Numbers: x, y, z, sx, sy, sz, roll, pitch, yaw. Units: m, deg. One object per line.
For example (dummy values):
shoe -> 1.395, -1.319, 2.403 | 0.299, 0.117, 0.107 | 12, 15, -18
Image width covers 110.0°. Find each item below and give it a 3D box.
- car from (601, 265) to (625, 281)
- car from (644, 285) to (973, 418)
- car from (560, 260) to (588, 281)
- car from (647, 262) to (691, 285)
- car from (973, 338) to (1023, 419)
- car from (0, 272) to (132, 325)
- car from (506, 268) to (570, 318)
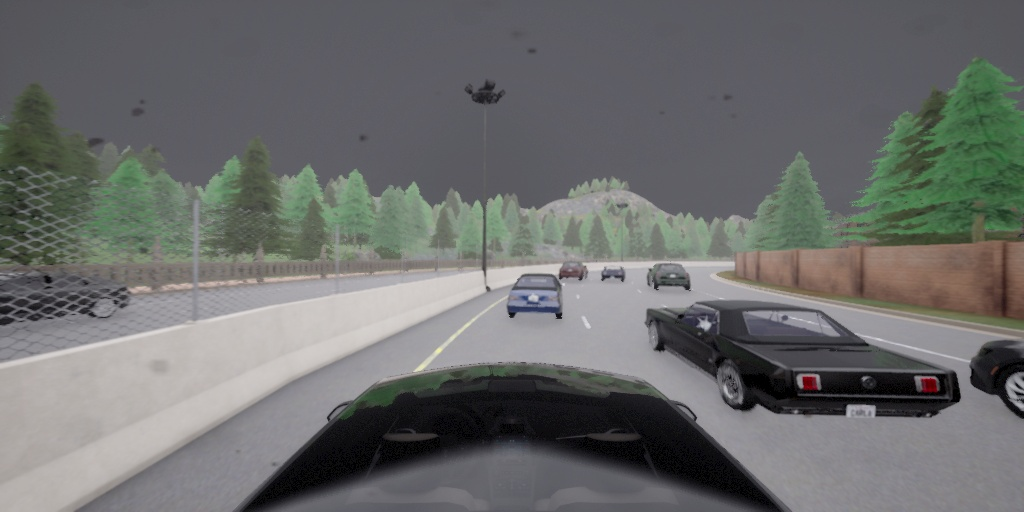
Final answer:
car -> 9.131, 1.496, 32.081 | 1.895, 1.301, 4.718 | 0, 0, 19
car -> 3.840, 1.386, 6.059 | 1.895, 1.301, 4.718 | 0, 0, 2
car -> 5.607, 1.228, 32.422 | 2.097, 1.767, 4.553 | 0, 0, 19
car -> 10.186, 1.227, 23.617 | 2.097, 1.767, 4.553 | 0, 0, 14
car -> 7.209, 1.299, 2.858 | 1.837, 1.490, 4.892 | 0, 0, 1
car -> -13.644, 1.207, 9.811 | 1.837, 1.490, 4.892 | 0, -1, 4
car -> 0.969, 1.339, 13.310 | 2.033, 1.411, 5.357 | 0, 0, 8
